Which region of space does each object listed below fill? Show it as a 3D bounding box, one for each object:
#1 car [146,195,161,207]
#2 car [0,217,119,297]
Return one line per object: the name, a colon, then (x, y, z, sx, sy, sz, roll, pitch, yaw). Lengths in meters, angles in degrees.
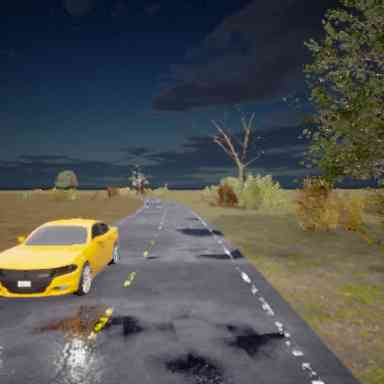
car: (-5.941, 1.325, 51.410, 2.097, 1.767, 4.553, 0, 0, -6)
car: (-3.234, 1.475, 8.803, 1.882, 1.535, 5.008, 0, 0, -1)
